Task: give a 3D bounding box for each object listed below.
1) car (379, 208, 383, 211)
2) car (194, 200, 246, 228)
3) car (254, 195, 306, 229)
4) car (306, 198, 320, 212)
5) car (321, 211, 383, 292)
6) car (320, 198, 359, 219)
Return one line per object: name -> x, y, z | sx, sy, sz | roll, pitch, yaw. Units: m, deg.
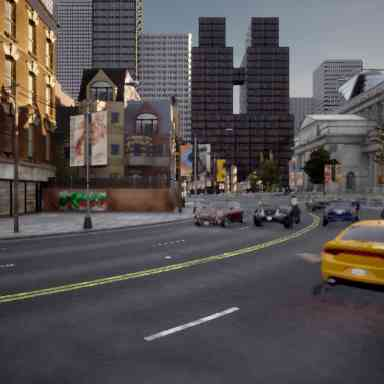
car -> 13.530, 1.483, 21.732 | 2.128, 1.511, 4.902 | 0, 0, 25
car -> 1.952, 1.334, 22.345 | 2.097, 1.767, 4.553 | 0, 0, 29
car -> 5.806, 1.210, 21.979 | 2.150, 2.045, 5.566 | 0, 0, 27
car -> 14.443, 1.484, 38.668 | 1.837, 1.490, 4.892 | 1, 1, 6
car -> 5.022, 1.474, 8.576 | 1.882, 1.535, 5.008 | 0, 0, 42
car -> 10.408, 1.339, 23.339 | 2.097, 1.767, 4.553 | 0, 0, 25
